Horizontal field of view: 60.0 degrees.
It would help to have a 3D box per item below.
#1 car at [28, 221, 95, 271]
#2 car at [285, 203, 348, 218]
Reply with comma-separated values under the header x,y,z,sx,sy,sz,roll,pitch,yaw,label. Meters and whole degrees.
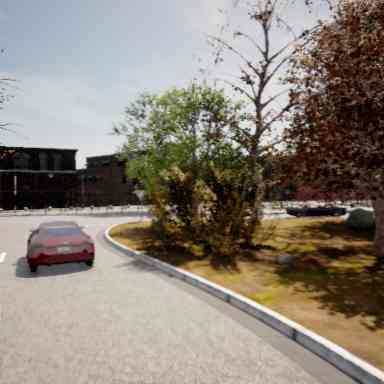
x,y,z,sx,sy,sz,roll,pitch,yaw,label
-4.702,1.708,11.785,1.994,1.385,4.181,-1,0,-25,car
10.435,1.550,28.025,4.718,1.301,1.895,-1,0,6,car
